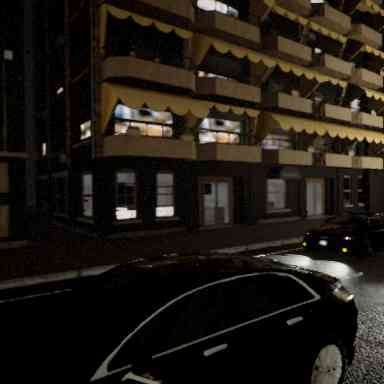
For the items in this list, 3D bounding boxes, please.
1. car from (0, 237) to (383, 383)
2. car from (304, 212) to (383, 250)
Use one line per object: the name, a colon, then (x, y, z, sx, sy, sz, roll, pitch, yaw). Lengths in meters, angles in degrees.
car: (-0.242, 1.484, 3.442, 4.892, 1.490, 1.837, 0, 0, -34)
car: (5.829, 1.418, 11.815, 4.181, 1.385, 1.994, -1, 1, -35)
